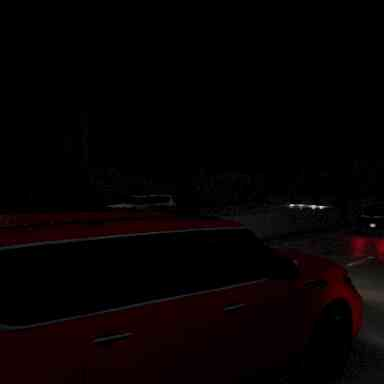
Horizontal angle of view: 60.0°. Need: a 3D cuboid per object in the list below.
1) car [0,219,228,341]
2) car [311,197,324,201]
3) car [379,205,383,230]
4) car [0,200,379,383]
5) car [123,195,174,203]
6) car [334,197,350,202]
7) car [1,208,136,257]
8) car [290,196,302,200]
[{"bbox_3d":[-1.632,1.504,7.163,4.892,1.490,1.837,0,0,-38],"label":"car"},{"bbox_3d":[20.293,1.564,53.862,1.994,1.385,4.181,0,0,21],"label":"car"},{"bbox_3d":[10.924,1.492,18.833,2.128,1.511,4.902,0,0,43],"label":"car"},{"bbox_3d":[-0.342,1.222,3.696,5.566,2.045,2.150,0,0,-38],"label":"car"},{"bbox_3d":[-3.594,1.222,24.124,5.566,2.045,2.150,0,0,-44],"label":"car"},{"bbox_3d":[21.030,1.477,46.705,1.882,1.535,5.008,0,0,25],"label":"car"},{"bbox_3d":[-4.917,1.505,13.712,4.892,1.490,1.837,0,0,-39],"label":"car"},{"bbox_3d":[18.734,1.478,59.690,1.882,1.535,5.008,0,0,19],"label":"car"}]
